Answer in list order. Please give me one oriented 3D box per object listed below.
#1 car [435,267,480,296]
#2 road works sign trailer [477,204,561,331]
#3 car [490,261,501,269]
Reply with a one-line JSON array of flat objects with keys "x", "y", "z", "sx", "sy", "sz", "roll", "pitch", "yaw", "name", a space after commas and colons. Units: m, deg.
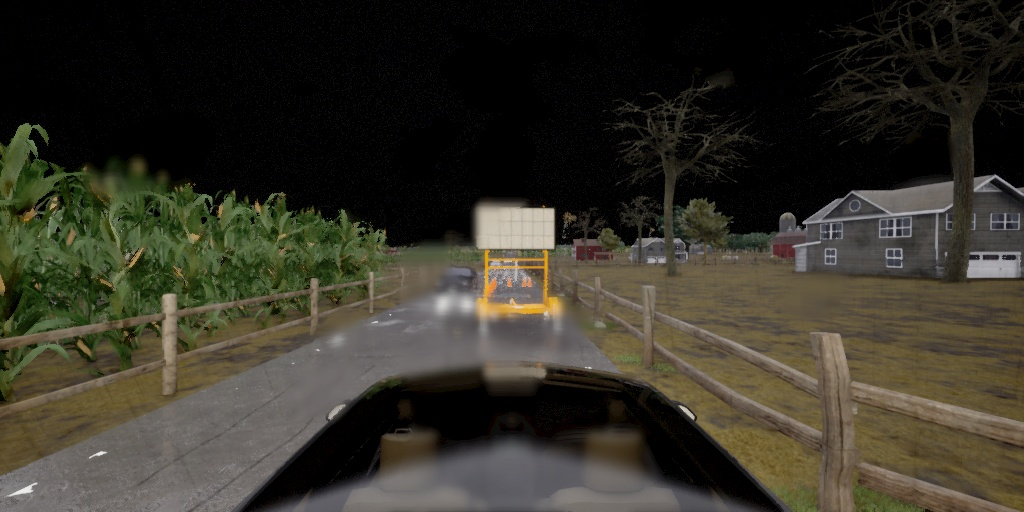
[{"x": -2.849, "y": 1.332, "z": 19.947, "sx": 2.033, "sy": 1.411, "sz": 5.357, "roll": 0, "pitch": 0, "yaw": 0, "name": "car"}, {"x": 0.122, "y": 0.227, "z": 11.047, "sx": 2.380, "sy": 3.560, "sz": 2.880, "roll": 0, "pitch": 0, "yaw": -5, "name": "road works sign trailer"}, {"x": -2.819, "y": 1.510, "z": 61.589, "sx": 1.812, "sy": 1.442, "sz": 4.674, "roll": 0, "pitch": 0, "yaw": 0, "name": "car"}]
